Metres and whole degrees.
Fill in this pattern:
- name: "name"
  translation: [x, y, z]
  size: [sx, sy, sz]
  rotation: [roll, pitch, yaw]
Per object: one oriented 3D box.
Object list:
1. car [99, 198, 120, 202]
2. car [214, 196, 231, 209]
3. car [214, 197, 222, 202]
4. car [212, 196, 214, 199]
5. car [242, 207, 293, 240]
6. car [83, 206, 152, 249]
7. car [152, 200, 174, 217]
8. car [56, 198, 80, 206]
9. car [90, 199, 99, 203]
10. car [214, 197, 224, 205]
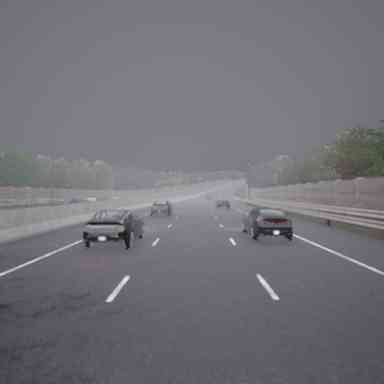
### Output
- name: "car"
  translation: [-12.772, 1.672, 53.699]
  size: [2.128, 1.511, 4.902]
  rotation: [0, 0, 3]
- name: "car"
  translation: [4.565, 1.681, 48.595]
  size: [1.837, 1.490, 4.892]
  rotation: [0, 0, 2]
- name: "car"
  translation: [7.228, 2.066, 92.089]
  size: [2.128, 1.511, 4.902]
  rotation: [0, 0, 5]
- name: "car"
  translation: [5.079, 1.751, 59.479]
  size: [1.882, 1.535, 5.008]
  rotation: [0, -1, 3]
- name: "car"
  translation: [3.757, 1.534, 17.056]
  size: [1.837, 1.490, 4.892]
  rotation: [0, 0, 1]
- name: "car"
  translation: [-3.279, 1.509, 14.674]
  size: [2.128, 1.511, 4.902]
  rotation: [0, 0, 1]
- name: "car"
  translation: [-2.891, 1.563, 32.816]
  size: [2.128, 1.511, 4.902]
  rotation: [0, 0, 2]
- name: "car"
  translation: [-19.785, 1.712, 53.445]
  size: [2.033, 1.411, 5.357]
  rotation: [0, 0, 3]
- name: "car"
  translation: [-16.071, 1.806, 57.558]
  size: [1.895, 1.301, 4.718]
  rotation: [0, 0, 3]
- name: "car"
  translation: [5.695, 1.895, 70.358]
  size: [1.837, 1.490, 4.892]
  rotation: [0, -1, 4]
